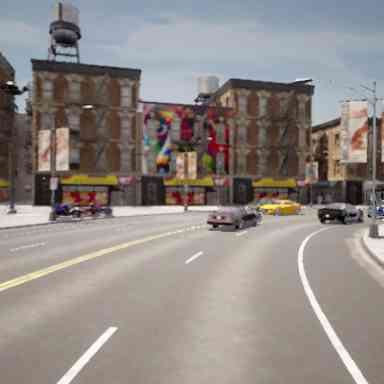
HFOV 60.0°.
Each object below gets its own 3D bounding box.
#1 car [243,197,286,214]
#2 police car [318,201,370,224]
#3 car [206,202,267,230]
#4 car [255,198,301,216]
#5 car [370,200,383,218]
[{"bbox_3d":[8.224,1.452,37.538,4.553,1.767,2.097,0,0,-34],"label":"car"},{"bbox_3d":[11.630,1.536,25.779,5.238,1.638,1.930,0,0,-43],"label":"police car"},{"bbox_3d":[2.884,1.592,21.822,2.033,1.411,5.357,0,0,31],"label":"car"},{"bbox_3d":[9.015,1.579,33.892,5.008,1.535,1.882,0,0,-36],"label":"car"},{"bbox_3d":[18.226,1.514,30.480,4.553,1.767,2.097,0,0,-28],"label":"car"}]
